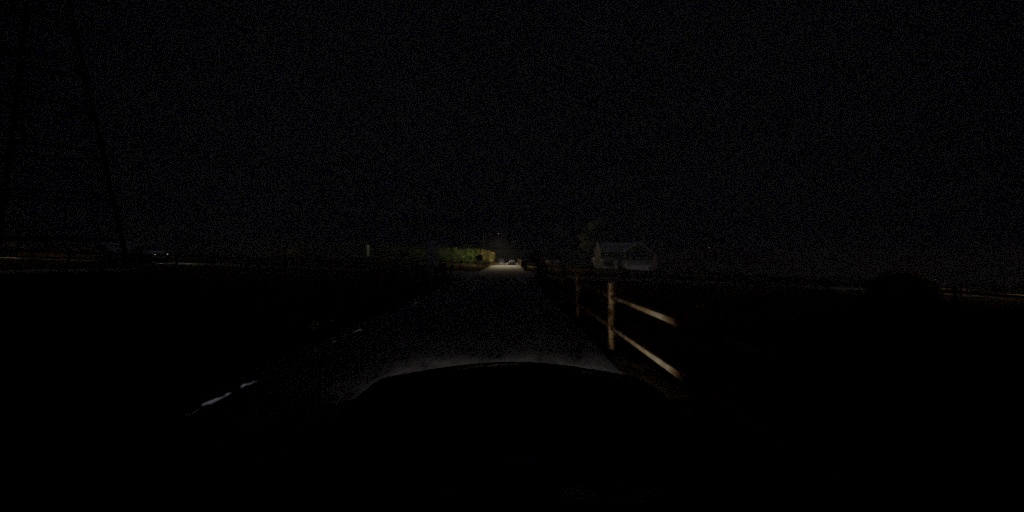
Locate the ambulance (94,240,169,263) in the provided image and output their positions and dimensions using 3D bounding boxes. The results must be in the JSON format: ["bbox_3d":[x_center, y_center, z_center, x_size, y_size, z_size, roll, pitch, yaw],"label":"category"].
[{"bbox_3d":[-42.181,-0.560,40.017,6.366,2.431,2.351,2,0,-1],"label":"ambulance"}]
